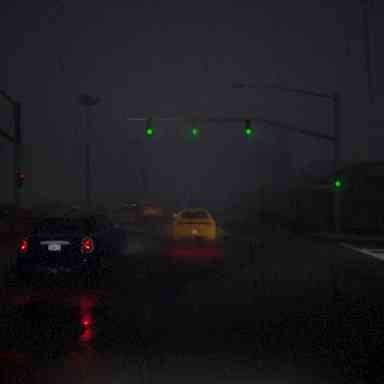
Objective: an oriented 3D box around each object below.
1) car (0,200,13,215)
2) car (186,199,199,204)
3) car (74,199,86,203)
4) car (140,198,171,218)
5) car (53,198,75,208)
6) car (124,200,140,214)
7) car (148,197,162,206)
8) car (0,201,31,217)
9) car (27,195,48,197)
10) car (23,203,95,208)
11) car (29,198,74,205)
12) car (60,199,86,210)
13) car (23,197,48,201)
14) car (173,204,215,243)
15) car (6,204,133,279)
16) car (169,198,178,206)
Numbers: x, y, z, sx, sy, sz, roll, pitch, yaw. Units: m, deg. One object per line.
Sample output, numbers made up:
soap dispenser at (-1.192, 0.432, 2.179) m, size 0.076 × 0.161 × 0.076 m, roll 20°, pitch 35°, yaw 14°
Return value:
car at (-21.009, 1.676, 34.623) m, size 2.128 × 1.511 × 4.902 m, roll 0°, pitch 0°, yaw 0°
car at (0.104, 1.800, 37.414) m, size 1.895 × 1.301 × 4.718 m, roll 0°, pitch 0°, yaw 0°
car at (-13.996, 1.833, 43.546) m, size 1.895 × 1.301 × 4.718 m, roll 0°, pitch 0°, yaw 0°
car at (-3.396, 1.647, 31.794) m, size 1.882 × 1.535 × 5.008 m, roll 0°, pitch 0°, yaw 0°
car at (-20.994, 1.817, 54.743) m, size 1.812 × 1.442 × 4.674 m, roll 0°, pitch 0°, yaw 0°
car at (-6.897, 1.699, 39.095) m, size 2.128 × 1.511 × 4.902 m, roll 0°, pitch 0°, yaw 0°
car at (-6.935, 1.826, 62.597) m, size 2.128 × 1.511 × 4.902 m, roll 0°, pitch 0°, yaw 0°
car at (-14.049, 1.635, 24.254) m, size 1.837 × 1.490 × 4.892 m, roll 0°, pitch 0°, yaw -1°
car at (-20.995, 1.459, 44.538) m, size 2.150 × 2.045 × 5.566 m, roll 0°, pitch 0°, yaw 0°
car at (-6.898, 1.575, 18.137) m, size 1.882 × 1.535 × 5.008 m, roll 0°, pitch 0°, yaw 0°
car at (-14.042, 1.657, 33.572) m, size 1.882 × 1.535 × 5.008 m, roll 0°, pitch 0°, yaw 0°
car at (-17.495, 1.753, 49.159) m, size 2.128 × 1.511 × 4.902 m, roll 0°, pitch 0°, yaw 0°
car at (-17.496, 1.700, 39.075) m, size 2.128 × 1.511 × 4.902 m, roll 0°, pitch 0°, yaw 0°
car at (0.103, 1.567, 16.726) m, size 1.882 × 1.535 × 5.008 m, roll 0°, pitch 0°, yaw 0°
car at (-3.399, 1.408, 10.351) m, size 2.097 × 1.767 × 4.553 m, roll 0°, pitch 0°, yaw 0°
car at (-3.471, 1.787, 58.271) m, size 1.882 × 1.535 × 5.008 m, roll 0°, pitch 0°, yaw 1°
